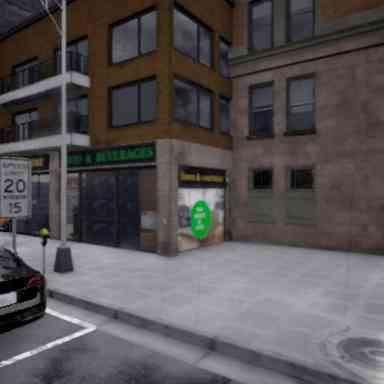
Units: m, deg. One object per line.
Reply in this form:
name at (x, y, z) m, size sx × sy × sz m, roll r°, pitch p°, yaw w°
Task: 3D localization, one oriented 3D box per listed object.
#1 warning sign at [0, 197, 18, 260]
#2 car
warning sign at (-6.213, 1.102, 10.086) m, size 1.060 × 1.860 × 1.300 m, roll 0°, pitch 0°, yaw 36°
car at (-4.327, 1.557, 5.904) m, size 4.313 × 1.339 × 1.947 m, roll 0°, pitch 0°, yaw 36°
